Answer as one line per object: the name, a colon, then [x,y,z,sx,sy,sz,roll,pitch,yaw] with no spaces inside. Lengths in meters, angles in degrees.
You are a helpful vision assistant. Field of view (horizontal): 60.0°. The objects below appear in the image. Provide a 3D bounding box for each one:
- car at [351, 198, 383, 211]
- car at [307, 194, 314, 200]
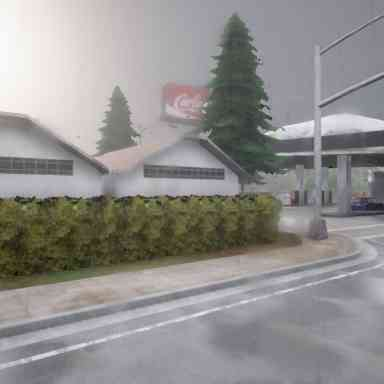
car: [20.748,1.480,39.301,4.611,1.667,2.242,0,0,-36]
car: [31.771,1.330,88.805,2.152,1.636,5.027,0,0,-36]
